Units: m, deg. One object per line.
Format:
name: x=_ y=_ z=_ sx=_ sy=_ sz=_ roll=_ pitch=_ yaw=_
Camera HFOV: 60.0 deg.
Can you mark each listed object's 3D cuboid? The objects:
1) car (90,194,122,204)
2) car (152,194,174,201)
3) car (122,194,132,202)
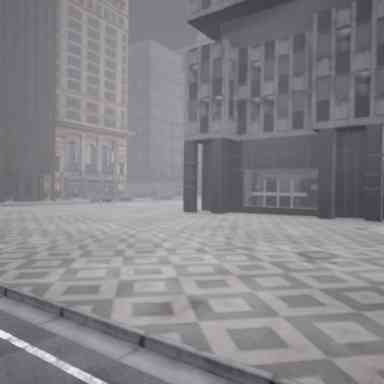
car: x=-15.302 y=1.259 z=57.909 sx=2.128 sy=1.511 sz=4.902 roll=1 pitch=1 yaw=35
car: x=-6.154 y=1.066 z=70.831 sx=2.033 sy=1.411 sz=5.357 roll=1 pitch=1 yaw=35
car: x=-13.747 y=1.197 z=65.321 sx=1.812 sy=1.442 sz=4.674 roll=1 pitch=1 yaw=36
